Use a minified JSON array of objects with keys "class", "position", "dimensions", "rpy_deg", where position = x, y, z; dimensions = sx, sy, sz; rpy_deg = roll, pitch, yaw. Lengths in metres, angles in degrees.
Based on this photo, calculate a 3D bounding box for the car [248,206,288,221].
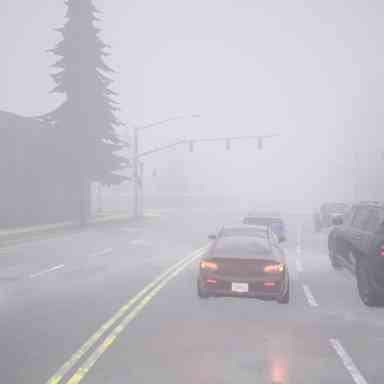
[{"class":"car","position":[3.821,1.478,17.078],"dimensions":[1.882,1.535,5.008],"rpy_deg":[0,0,18]}]

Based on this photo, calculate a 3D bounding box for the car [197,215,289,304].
[{"class":"car","position":[1.319,1.526,8.162],"dimensions":[1.812,1.442,4.674],"rpy_deg":[0,0,12]}]

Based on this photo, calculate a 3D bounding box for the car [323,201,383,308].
[{"class":"car","position":[4.760,1.220,7.821],"dimensions":[2.150,2.045,5.566],"rpy_deg":[0,0,13]}]

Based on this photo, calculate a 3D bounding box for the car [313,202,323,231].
[{"class":"car","position":[8.551,1.353,20.263],"dimensions":[2.097,1.767,4.553],"rpy_deg":[0,0,18]}]

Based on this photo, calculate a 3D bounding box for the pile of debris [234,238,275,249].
[{"class":"pile of debris","position":[2.724,2.175,14.249],"dimensions":[1.500,0.140,1.860],"rpy_deg":[0,0,18]}]
